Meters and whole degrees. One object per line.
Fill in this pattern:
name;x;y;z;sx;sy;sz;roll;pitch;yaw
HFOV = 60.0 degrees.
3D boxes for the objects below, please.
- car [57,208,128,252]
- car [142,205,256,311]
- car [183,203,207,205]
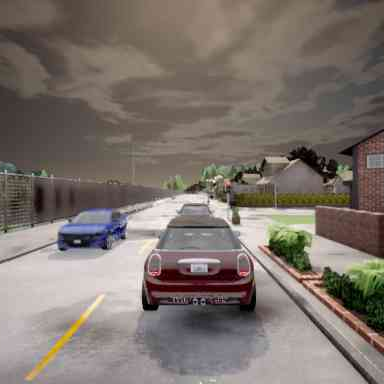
car;-4.023;1.477;14.203;1.882;1.535;5.008;0;0;0
car;0.129;1.352;7.934;2.097;1.767;4.553;0;0;0
car;0.171;1.352;17.631;2.097;1.767;4.553;0;0;0
